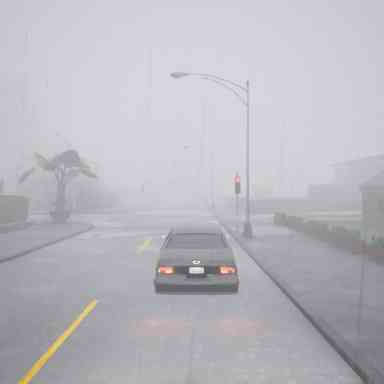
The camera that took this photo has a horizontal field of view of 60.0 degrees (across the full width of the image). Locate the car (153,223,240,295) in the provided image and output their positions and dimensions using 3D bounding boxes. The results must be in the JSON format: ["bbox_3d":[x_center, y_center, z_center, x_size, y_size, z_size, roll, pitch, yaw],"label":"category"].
[{"bbox_3d":[0.100,1.547,8.879,2.033,1.411,5.357,0,0,0],"label":"car"}]

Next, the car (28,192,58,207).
[{"bbox_3d":[-19.744,0.985,43.924,1.905,1.878,3.866,0,0,35],"label":"car"}]
